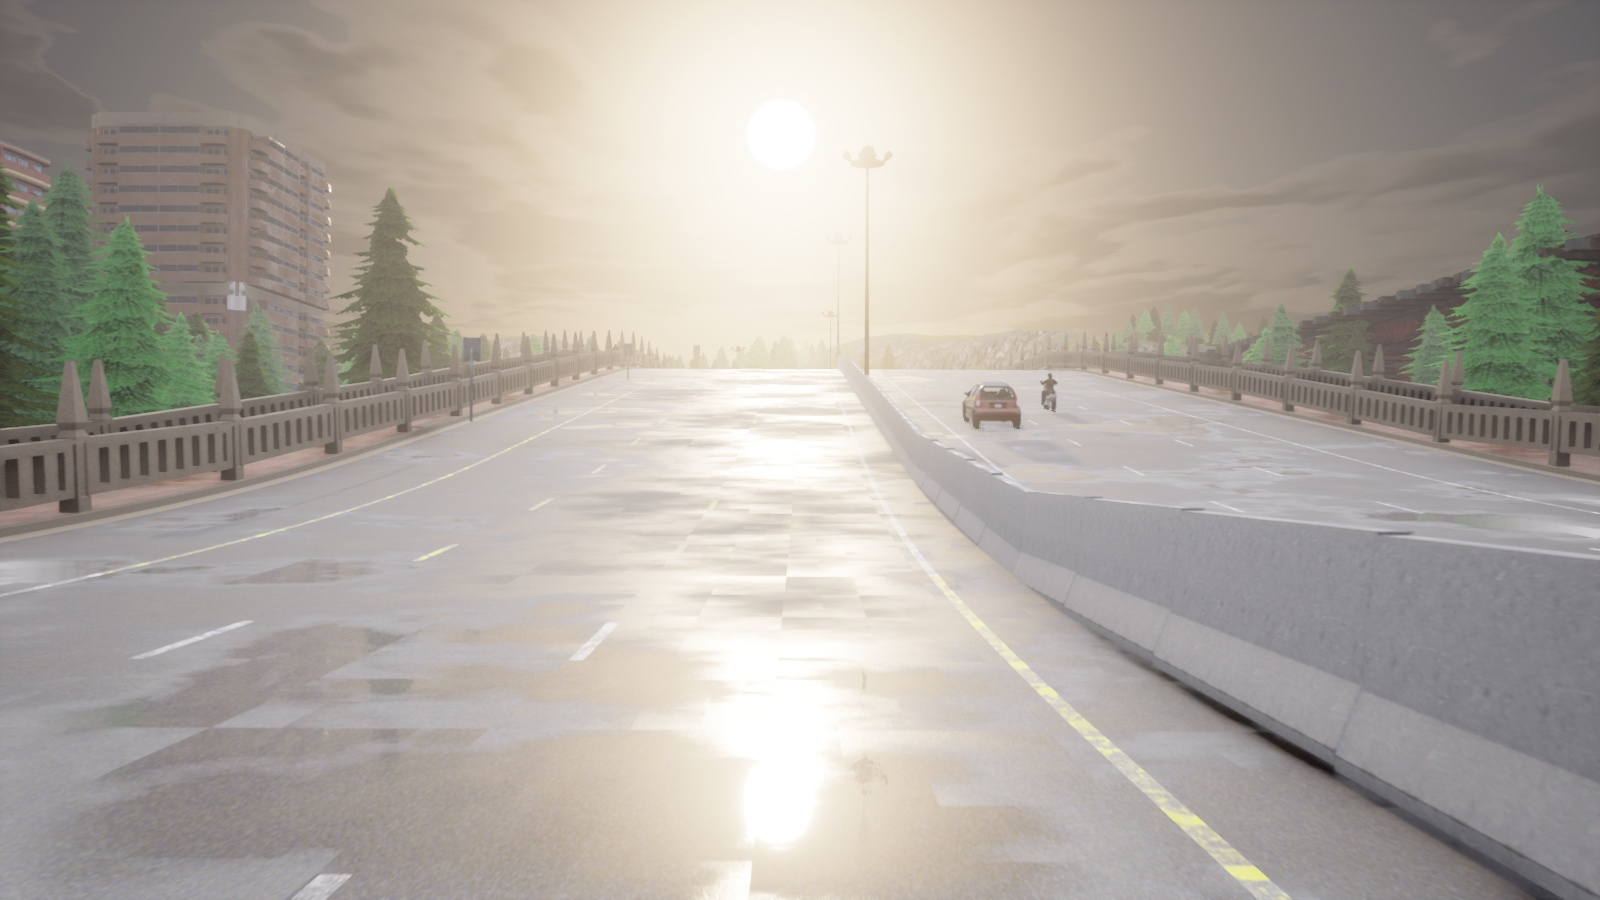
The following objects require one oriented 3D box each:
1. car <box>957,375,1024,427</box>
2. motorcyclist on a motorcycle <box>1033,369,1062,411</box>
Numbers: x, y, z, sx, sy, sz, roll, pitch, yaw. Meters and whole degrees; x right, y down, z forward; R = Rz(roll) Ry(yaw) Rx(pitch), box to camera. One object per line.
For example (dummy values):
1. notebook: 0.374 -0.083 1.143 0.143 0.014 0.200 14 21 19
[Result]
1. car: 7.035 -1.863 46.725 1.851 1.617 3.988 0 6 0
2. motorcyclist on a motorcycle: 10.552 -2.581 53.575 0.766 1.649 2.350 0 6 0
